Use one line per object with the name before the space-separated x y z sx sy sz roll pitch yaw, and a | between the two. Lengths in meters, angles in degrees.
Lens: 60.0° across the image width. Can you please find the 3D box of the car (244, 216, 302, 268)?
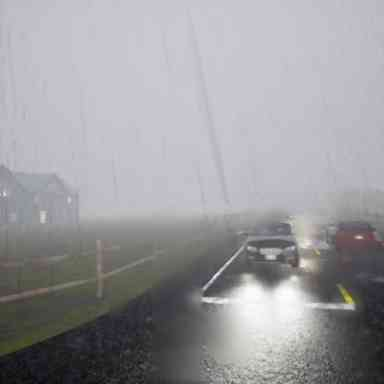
car | 3.226 1.939 13.214 2.128 1.511 4.902 -2 -2 16

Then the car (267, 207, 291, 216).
car | 5.770 2.090 22.263 2.097 1.767 4.553 -2 -3 16

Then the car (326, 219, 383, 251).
car | 7.816 2.003 16.361 1.994 1.385 4.181 -2 -2 16

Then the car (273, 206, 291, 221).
car | 12.095 2.796 44.466 2.097 1.767 4.553 -2 -2 16
